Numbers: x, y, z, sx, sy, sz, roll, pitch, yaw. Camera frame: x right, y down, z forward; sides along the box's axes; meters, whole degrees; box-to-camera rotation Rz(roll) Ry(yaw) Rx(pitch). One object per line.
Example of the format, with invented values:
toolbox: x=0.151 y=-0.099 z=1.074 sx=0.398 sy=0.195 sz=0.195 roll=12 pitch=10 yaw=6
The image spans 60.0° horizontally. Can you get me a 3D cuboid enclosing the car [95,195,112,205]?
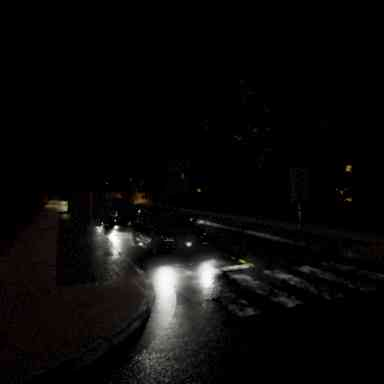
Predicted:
car: x=-14.664 y=1.253 z=55.115 sx=2.033 sy=1.411 sz=5.357 roll=-2 pitch=1 yaw=-22

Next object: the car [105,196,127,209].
car: x=-10.049 y=1.286 z=43.525 sx=2.033 sy=1.411 sz=5.357 roll=-2 pitch=1 yaw=-22

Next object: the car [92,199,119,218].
car: x=-7.907 y=1.397 z=30.202 sx=1.812 sy=1.442 sz=4.674 roll=-2 pitch=1 yaw=-22

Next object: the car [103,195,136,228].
car: x=-4.492 y=1.260 z=21.575 sx=2.097 sy=1.767 sz=4.553 roll=-2 pitch=1 yaw=-22

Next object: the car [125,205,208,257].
car: x=-1.061 y=1.451 z=13.071 sx=1.837 sy=1.490 sz=4.892 roll=-2 pitch=1 yaw=-23
